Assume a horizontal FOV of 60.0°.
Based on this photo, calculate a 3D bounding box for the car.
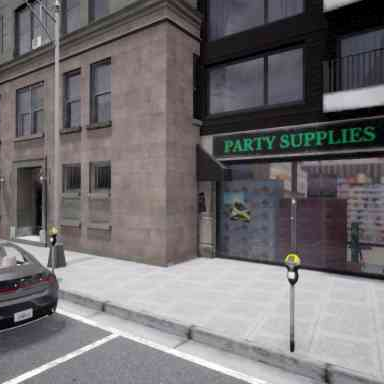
[{"bbox_3d":[-4.216,1.551,6.090,4.403,1.369,2.008,0,0,36],"label":"car"}]
